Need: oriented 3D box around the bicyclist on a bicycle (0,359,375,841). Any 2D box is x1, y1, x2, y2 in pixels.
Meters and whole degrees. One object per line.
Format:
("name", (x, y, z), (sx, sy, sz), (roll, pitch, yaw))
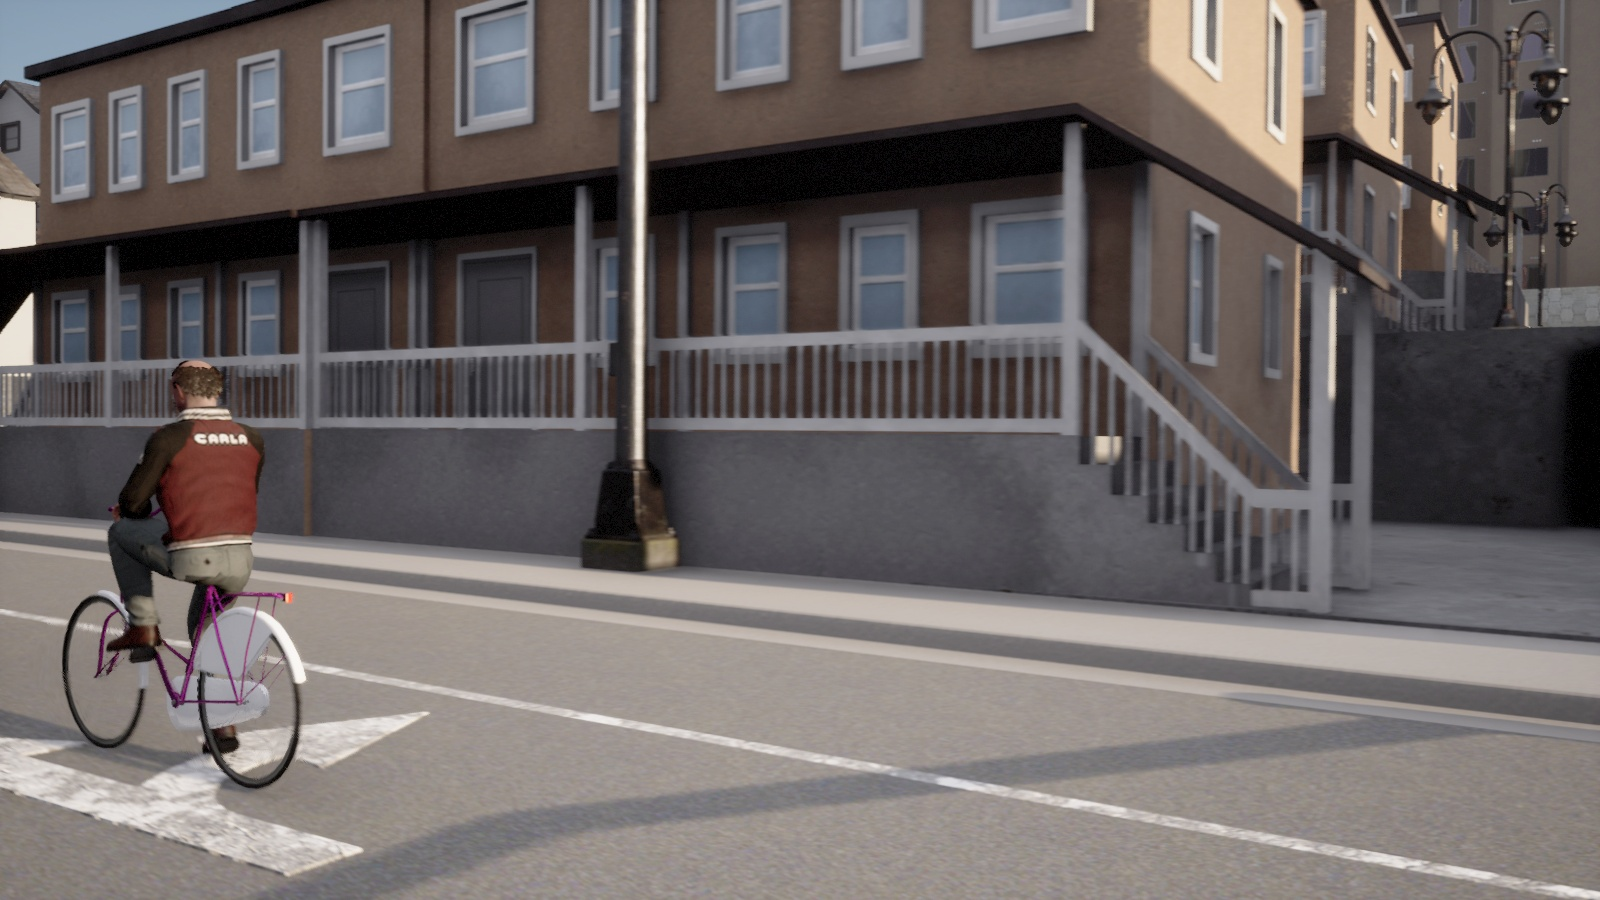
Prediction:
("bicyclist on a bicycle", (-2.707, 0.551, 5.411), (1.843, 1.776, 0.659), (0, 1, 34))
